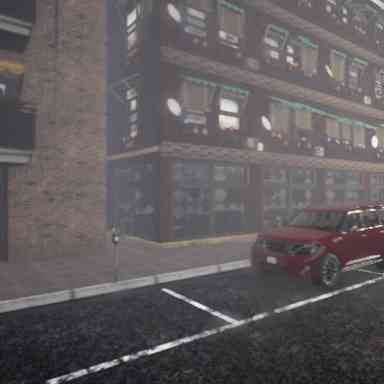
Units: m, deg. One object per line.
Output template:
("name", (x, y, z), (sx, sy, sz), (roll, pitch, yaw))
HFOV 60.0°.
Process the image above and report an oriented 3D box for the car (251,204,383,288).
("car", (3.944, 1.294, 9.363), (5.009, 1.841, 2.192), (0, 0, -35))
